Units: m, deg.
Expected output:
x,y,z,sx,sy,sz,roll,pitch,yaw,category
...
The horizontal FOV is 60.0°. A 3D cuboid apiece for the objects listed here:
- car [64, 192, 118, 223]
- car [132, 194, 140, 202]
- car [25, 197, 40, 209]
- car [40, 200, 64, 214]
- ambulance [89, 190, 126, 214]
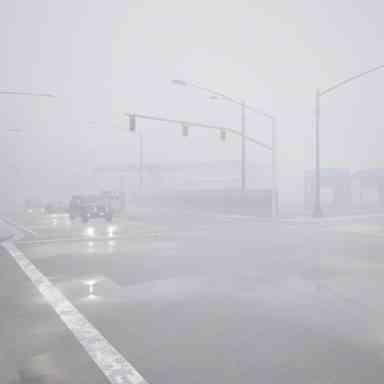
x,y,z,sx,sy,sz,roll,pitch,yaw,category
-8.180,1.248,26.548,2.150,2.045,5.566,0,0,-35,car
-10.533,1.252,71.315,4.611,1.667,2.242,0,0,-34,car
-21.809,1.523,45.903,1.837,1.490,4.892,0,1,-35,car
-14.296,1.588,35.227,1.994,1.385,4.181,0,0,-35,car
-9.046,1.047,34.026,2.351,2.431,6.366,0,0,-35,ambulance
